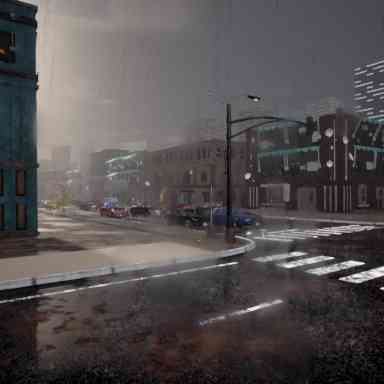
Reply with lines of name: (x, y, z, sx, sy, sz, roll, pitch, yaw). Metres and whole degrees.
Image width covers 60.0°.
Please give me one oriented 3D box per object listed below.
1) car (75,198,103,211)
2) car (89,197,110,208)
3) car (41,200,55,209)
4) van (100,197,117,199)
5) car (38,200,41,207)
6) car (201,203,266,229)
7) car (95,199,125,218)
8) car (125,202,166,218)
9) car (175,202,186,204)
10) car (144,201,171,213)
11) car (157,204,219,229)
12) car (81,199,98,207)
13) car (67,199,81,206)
car: (-15.427, 2.049, 49.809, 2.128, 1.511, 4.902, -1, 0, -35)
car: (-17.503, 1.940, 62.603, 2.192, 1.841, 5.009, -1, 0, -35)
car: (-24.231, 2.232, 57.612, 1.752, 1.417, 4.829, -1, 0, -35)
van: (-14.298, 1.907, 58.090, 1.690, 1.788, 3.998, -1, 0, -35)
car: (-30.738, 2.376, 66.778, 2.008, 1.369, 4.403, -1, 0, -35)
car: (2.794, 1.750, 23.995, 2.033, 1.411, 5.357, -1, 0, -34)
car: (-8.311, 1.846, 35.184, 1.967, 1.590, 4.097, -1, 0, -35)
car: (-4.724, 1.841, 34.622, 2.128, 1.511, 4.902, -1, 0, -36)
car: (-1.476, 1.904, 40.037, 1.802, 1.307, 4.206, -2, 0, -35)
car: (-4.679, 1.966, 44.550, 1.802, 1.307, 4.206, -2, 0, -35)
car: (-0.374, 1.814, 23.799, 1.947, 1.339, 4.313, -1, 0, -35)
car: (-20.702, 2.227, 67.117, 1.887, 1.381, 4.507, -1, 0, -35)
car: (-27.110, 2.364, 76.144, 1.947, 1.339, 4.313, -1, 0, -35)
